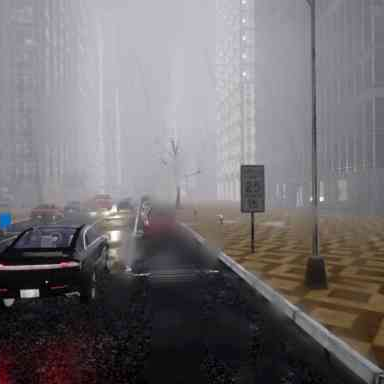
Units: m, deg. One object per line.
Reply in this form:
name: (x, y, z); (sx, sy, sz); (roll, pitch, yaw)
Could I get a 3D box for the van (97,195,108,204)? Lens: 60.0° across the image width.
van: (-17.803, 1.447, 66.602); (1.690, 1.788, 3.998); (0, 0, -9)

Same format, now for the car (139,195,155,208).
car: (-6.939, 1.354, 50.976); (2.192, 1.841, 5.009); (0, 0, -9)

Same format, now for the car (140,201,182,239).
car: (-1.667, 1.444, 17.253); (1.967, 1.590, 4.097); (0, 0, -9)

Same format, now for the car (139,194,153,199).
car: (-6.080, 1.349, 45.352); (2.192, 1.841, 5.009); (0, 0, -9)

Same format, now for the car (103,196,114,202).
car: (-19.521, 1.685, 77.850); (1.947, 1.339, 4.313); (0, 0, -9)

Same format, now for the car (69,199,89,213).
car: (-13.510, 1.642, 38.481); (1.947, 1.339, 4.313); (0, 0, -9)

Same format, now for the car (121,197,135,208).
car: (-9.382, 1.531, 49.188); (1.882, 1.535, 5.008); (0, 0, -8)

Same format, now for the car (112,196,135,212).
car: (-7.799, 1.534, 39.118); (2.128, 1.511, 4.902); (0, 0, -8)

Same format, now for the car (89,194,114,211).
car: (-11.385, 1.286, 42.335); (2.150, 2.045, 5.566); (0, 0, -9)

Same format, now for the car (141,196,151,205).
car: (-8.683, 1.577, 62.391); (1.752, 1.417, 4.829); (0, 0, -9)

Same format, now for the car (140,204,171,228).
car: (-2.581, 1.576, 22.868); (1.947, 1.339, 4.313); (0, 0, -9)

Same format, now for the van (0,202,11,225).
van: (-10.194, 1.395, 15.971); (1.690, 1.788, 3.998); (0, 0, -9)

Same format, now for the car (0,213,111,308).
car: (-3.108, 1.503, 8.018); (2.128, 1.511, 4.902); (0, 0, -9)

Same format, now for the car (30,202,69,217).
car: (-11.802, 1.610, 27.235); (1.887, 1.381, 4.507); (0, 0, -9)

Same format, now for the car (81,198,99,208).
car: (-15.227, 1.654, 49.730); (1.947, 1.339, 4.313); (0, 0, -9)

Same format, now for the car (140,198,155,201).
car: (-4.364, 1.604, 34.104); (1.802, 1.307, 4.206); (0, 0, -9)

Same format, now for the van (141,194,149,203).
van: (-10.374, 1.405, 73.471); (1.690, 1.788, 3.998); (0, 0, -9)

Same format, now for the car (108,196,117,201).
car: (-21.239, 1.683, 89.097); (2.008, 1.369, 4.403); (0, 0, -9)
